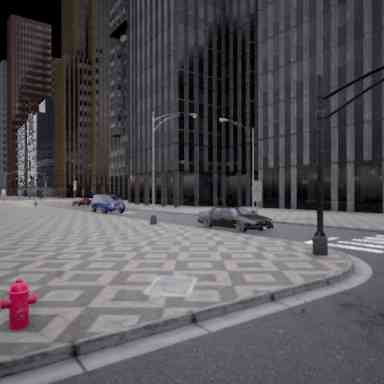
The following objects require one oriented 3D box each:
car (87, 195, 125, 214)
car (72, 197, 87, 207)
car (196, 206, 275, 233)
[{"bbox_3d":[-9.355,1.317,36.838,2.150,2.045,5.566,0,0,-35],"label":"car"},{"bbox_3d":[-18.306,1.618,54.730,1.882,1.535,5.008,0,0,-35],"label":"car"},{"bbox_3d":[2.428,1.582,20.283,2.033,1.411,5.357,0,0,-35],"label":"car"}]
